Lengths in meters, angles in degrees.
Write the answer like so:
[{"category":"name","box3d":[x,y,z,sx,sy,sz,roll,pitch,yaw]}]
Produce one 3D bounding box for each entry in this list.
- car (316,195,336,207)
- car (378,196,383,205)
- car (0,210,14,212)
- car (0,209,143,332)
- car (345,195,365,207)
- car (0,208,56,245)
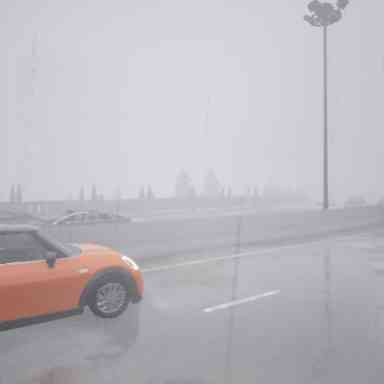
[{"category":"car","box3d":[18.151,1.198,45.033,1.812,1.442,4.674,0,0,35]},{"category":"car","box3d":[25.323,1.235,43.109,1.895,1.301,4.718,0,0,33]},{"category":"car","box3d":[-4.787,1.461,13.509,4.902,1.511,2.128,-1,0,-36]},{"category":"car","box3d":[-3.147,1.346,5.801,4.553,1.767,2.097,-1,0,-36]},{"category":"car","box3d":[21.456,1.134,43.664,1.882,1.535,5.008,0,1,34]},{"category":"car","box3d":[-8.606,1.551,15.074,4.181,1.385,1.994,-1,0,-36]}]
